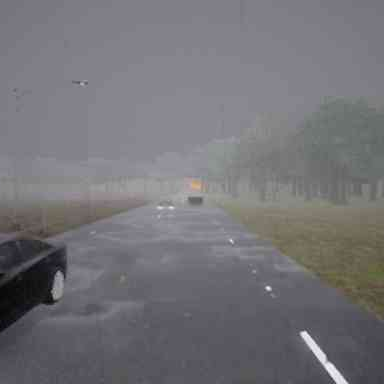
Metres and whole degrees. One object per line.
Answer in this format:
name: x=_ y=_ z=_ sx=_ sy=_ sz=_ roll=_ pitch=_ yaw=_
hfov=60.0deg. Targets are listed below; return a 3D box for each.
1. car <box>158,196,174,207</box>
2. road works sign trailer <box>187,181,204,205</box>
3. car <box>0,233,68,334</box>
car: x=-3.608 y=1.244 z=46.399 sx=1.812 sy=1.442 sz=4.674 roll=0 pitch=0 yaw=0
road works sign trailer: x=0.504 y=0.634 z=48.667 sx=2.380 sy=3.560 sz=2.880 roll=0 pitch=45 yaw=4
car: x=-3.602 y=1.448 z=5.178 sx=1.882 sy=1.535 sz=5.008 roll=0 pitch=0 yaw=0
